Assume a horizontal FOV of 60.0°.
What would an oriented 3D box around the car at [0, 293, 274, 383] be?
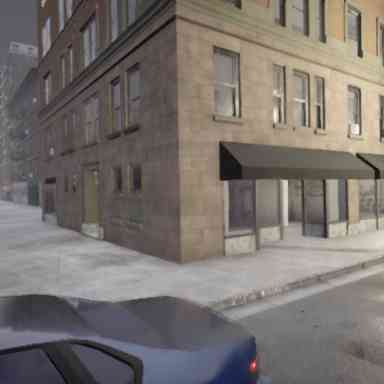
[{"bbox_3d":[-1.862,1.556,2.050,5.357,1.411,2.033,-2,1,-35],"label":"car"}]
